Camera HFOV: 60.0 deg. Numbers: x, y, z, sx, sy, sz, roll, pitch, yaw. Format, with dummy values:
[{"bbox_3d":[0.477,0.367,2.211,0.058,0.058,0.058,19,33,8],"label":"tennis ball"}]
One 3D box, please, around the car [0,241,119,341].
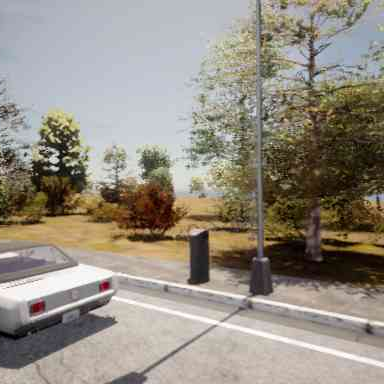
[{"bbox_3d":[-3.716,1.602,6.237,4.718,1.301,1.895,0,0,32],"label":"car"}]
